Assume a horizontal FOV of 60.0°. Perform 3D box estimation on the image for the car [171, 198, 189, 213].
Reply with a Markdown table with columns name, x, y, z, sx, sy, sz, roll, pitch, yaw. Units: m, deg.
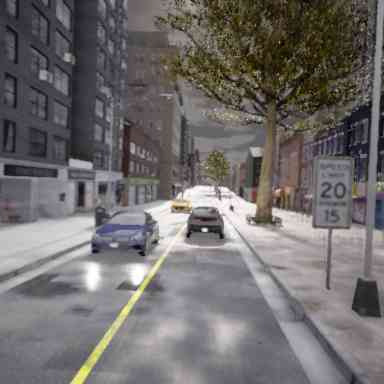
| name | x | y | z | sx | sy | sz | roll | pitch | yaw |
| --- | --- | --- | --- | --- | --- | --- | --- | --- | --- |
| car | -1.168 | 1.421 | 36.640 | 1.882 | 1.535 | 5.008 | 2 | 0 | 3 |

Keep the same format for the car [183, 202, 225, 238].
| name | x | y | z | sx | sy | sz | roll | pitch | yaw |
| --- | --- | --- | --- | --- | --- | --- | --- | --- | --- |
| car | 0.733 | 1.534 | 18.015 | 1.837 | 1.490 | 4.892 | 2 | 0 | 3 |

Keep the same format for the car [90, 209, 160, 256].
| name | x | y | z | sx | sy | sz | roll | pitch | yaw |
| --- | --- | --- | --- | --- | --- | --- | --- | --- | --- |
| car | -2.357 | 1.431 | 12.853 | 1.812 | 1.442 | 4.674 | 2 | 0 | 3 |
